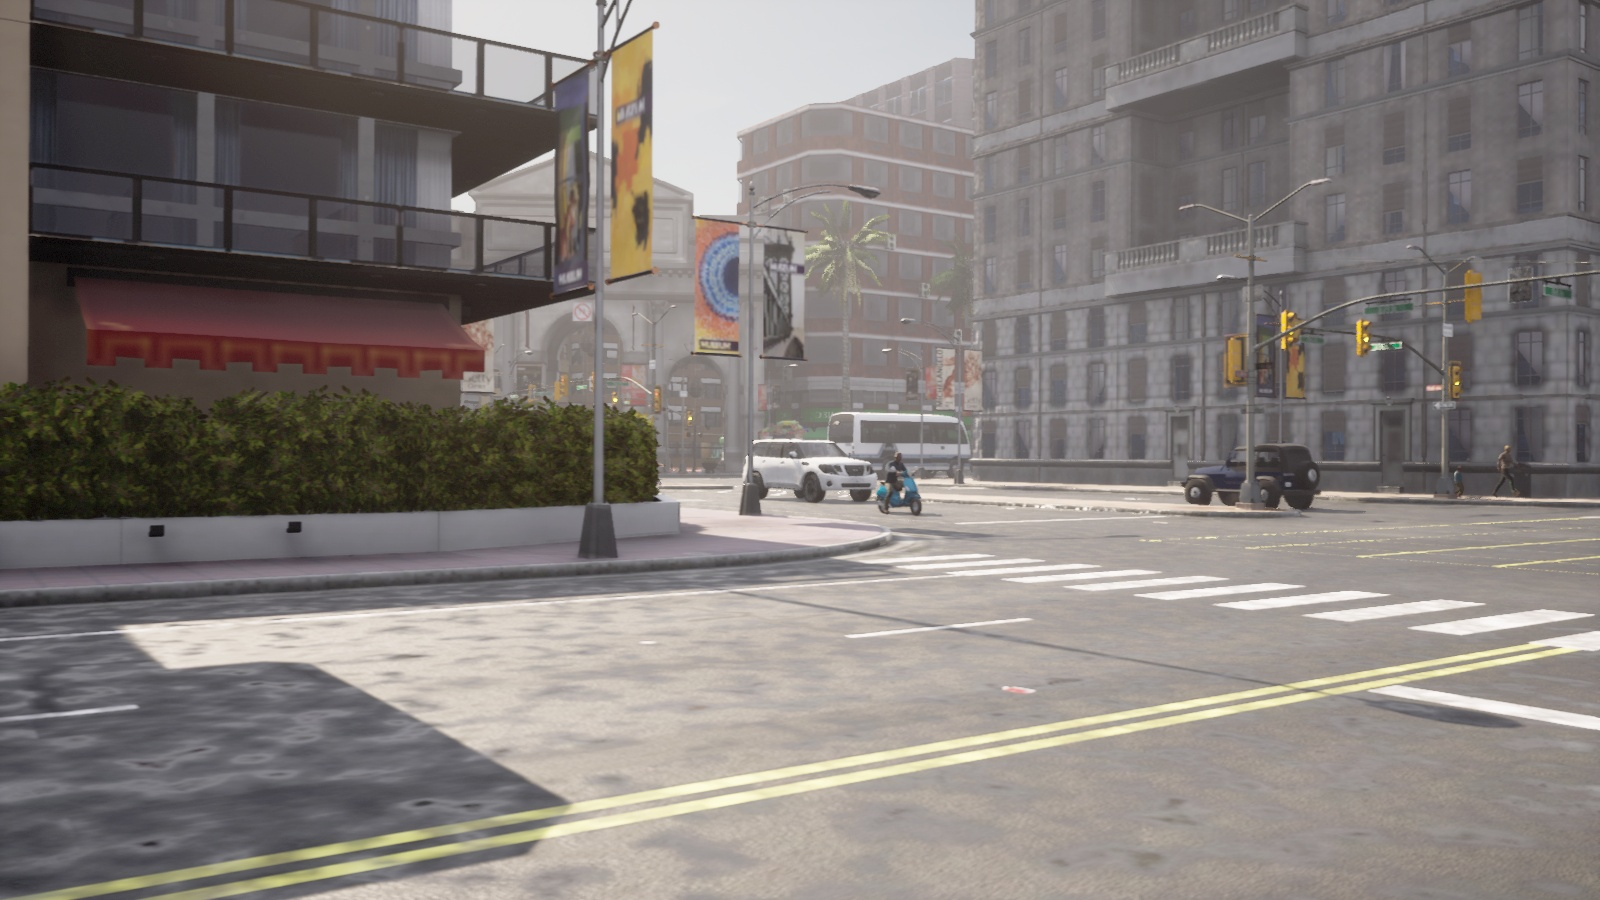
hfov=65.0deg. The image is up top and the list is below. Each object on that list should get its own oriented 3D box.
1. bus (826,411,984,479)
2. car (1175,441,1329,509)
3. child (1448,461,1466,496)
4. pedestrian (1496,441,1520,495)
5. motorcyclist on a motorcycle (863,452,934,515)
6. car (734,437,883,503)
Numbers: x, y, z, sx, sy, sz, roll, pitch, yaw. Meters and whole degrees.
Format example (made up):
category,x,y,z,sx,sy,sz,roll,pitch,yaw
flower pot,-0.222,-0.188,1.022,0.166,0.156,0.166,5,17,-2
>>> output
category,x,y,z,sx,sy,sz,roll,pitch,yaw
bus,7.059,-0.307,83.344,10.273,4.253,3.944,0,0,-34
car,13.220,0.690,36.906,1.905,1.878,3.866,0,0,-35
child,22.850,0.983,43.656,0.343,1.192,0.448,0,0,-39
pedestrian,24.364,0.602,43.237,0.331,1.846,0.634,0,0,-34
motorcyclist on a motorcycle,2.510,0.838,32.242,0.866,1.590,1.817,0,0,-35
car,0.198,0.625,41.723,2.150,2.045,5.566,0,0,-34
